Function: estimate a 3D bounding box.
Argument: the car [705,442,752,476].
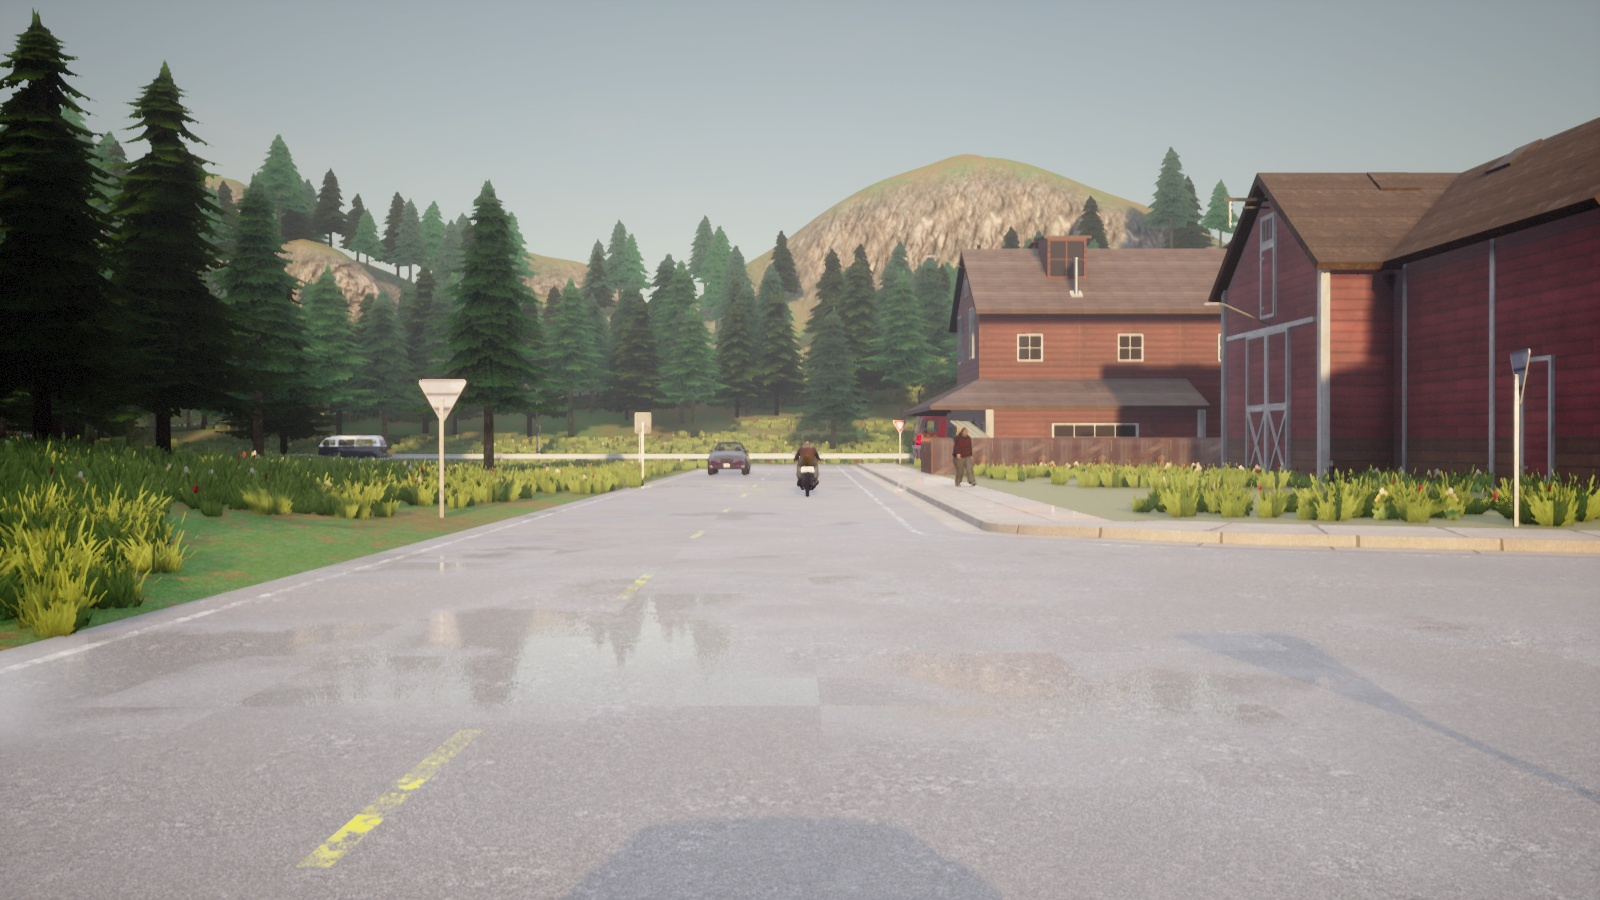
[{"bbox_3d":[-3.173,0.375,56.345,1.816,1.474,4.193,0,0,0],"label":"car"}]

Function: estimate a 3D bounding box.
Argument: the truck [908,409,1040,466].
[{"bbox_3d":[11.649,-0.844,84.680,8.468,3.827,2.891,0,0,0],"label":"truck"}]

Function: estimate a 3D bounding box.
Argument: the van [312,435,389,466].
[{"bbox_3d":[-30.332,0.010,84.860,4.480,2.038,2.069,0,0,0],"label":"van"}]

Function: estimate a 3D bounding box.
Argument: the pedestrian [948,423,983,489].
[{"bbox_3d":[4.720,0.162,35.805,0.634,1.844,0.899,0,0,-22],"label":"pedestrian"}]

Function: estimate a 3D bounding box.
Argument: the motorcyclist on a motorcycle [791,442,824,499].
[{"bbox_3d":[0.208,0.546,34.768,0.866,1.530,2.191,0,0,0],"label":"motorcyclist on a motorcycle"}]
